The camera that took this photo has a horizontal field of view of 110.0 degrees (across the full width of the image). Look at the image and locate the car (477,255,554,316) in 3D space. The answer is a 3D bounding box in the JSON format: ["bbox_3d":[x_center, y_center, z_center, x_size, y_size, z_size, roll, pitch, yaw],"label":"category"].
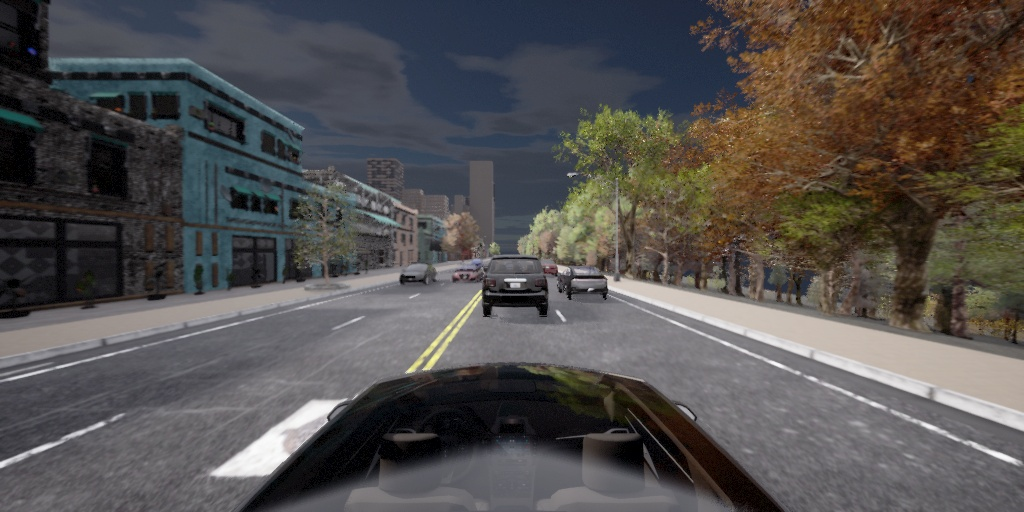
[{"bbox_3d":[0.102,0.969,13.406,2.150,2.045,5.566,0,0,0],"label":"car"}]

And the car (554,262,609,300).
[{"bbox_3d":[3.353,1.238,17.703,2.128,1.511,4.902,0,0,0],"label":"car"}]

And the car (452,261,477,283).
[{"bbox_3d":[-3.343,1.309,27.308,1.994,1.385,4.181,0,0,0],"label":"car"}]

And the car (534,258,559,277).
[{"bbox_3d":[3.356,1.095,36.008,2.097,1.767,4.553,0,0,0],"label":"car"}]

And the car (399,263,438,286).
[{"bbox_3d":[-6.594,1.250,25.682,1.837,1.490,4.892,0,0,0],"label":"car"}]
